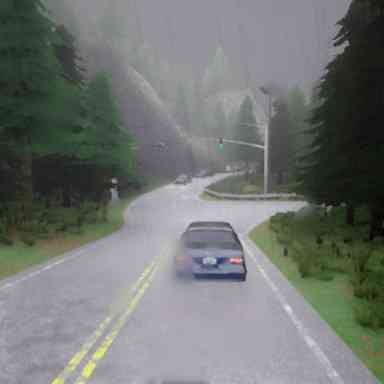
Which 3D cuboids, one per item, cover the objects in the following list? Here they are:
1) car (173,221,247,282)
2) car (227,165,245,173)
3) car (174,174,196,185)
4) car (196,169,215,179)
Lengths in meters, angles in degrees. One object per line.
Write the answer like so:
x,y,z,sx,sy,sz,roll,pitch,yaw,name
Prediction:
0.534,1.588,9.892,2.033,1.411,5.357,0,0,3,car
9.406,-4.776,69.953,4.892,1.490,1.837,-9,9,-38,car
-1.353,-2.024,53.629,1.837,1.490,4.892,1,9,17,car
2.424,-3.419,62.321,2.128,1.511,4.902,3,10,34,car
